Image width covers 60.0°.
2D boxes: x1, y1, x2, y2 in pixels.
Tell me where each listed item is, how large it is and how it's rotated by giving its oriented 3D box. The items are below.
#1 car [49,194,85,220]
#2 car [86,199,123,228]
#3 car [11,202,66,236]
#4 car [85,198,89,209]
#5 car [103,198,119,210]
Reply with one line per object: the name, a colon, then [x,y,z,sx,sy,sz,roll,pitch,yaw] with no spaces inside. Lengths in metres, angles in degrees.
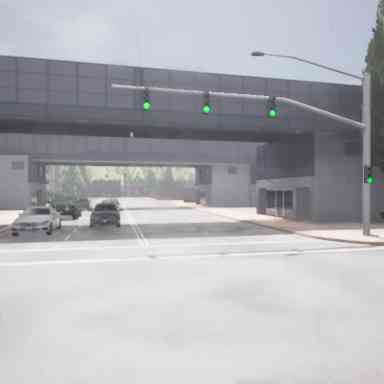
car: [-10.664,1.201,28.092,2.150,2.045,5.566,0,0,-13]
car: [-5.748,1.491,22.272,1.837,1.490,4.892,0,0,-13]
car: [-8.490,1.512,18.515,1.812,1.442,4.674,0,0,-13]
car: [-13.799,1.499,41.984,1.812,1.442,4.674,0,1,-13]
car: [-10.649,1.536,43.936,1.994,1.385,4.181,0,0,-13]
